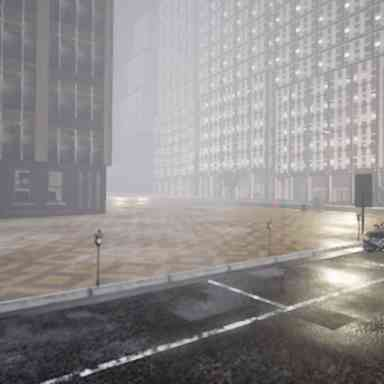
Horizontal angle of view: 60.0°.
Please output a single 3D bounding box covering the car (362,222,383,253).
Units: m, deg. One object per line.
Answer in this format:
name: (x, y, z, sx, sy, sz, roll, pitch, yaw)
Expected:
car: (8.133, 1.573, 12.510, 4.403, 1.369, 2.008, 0, 1, -35)
